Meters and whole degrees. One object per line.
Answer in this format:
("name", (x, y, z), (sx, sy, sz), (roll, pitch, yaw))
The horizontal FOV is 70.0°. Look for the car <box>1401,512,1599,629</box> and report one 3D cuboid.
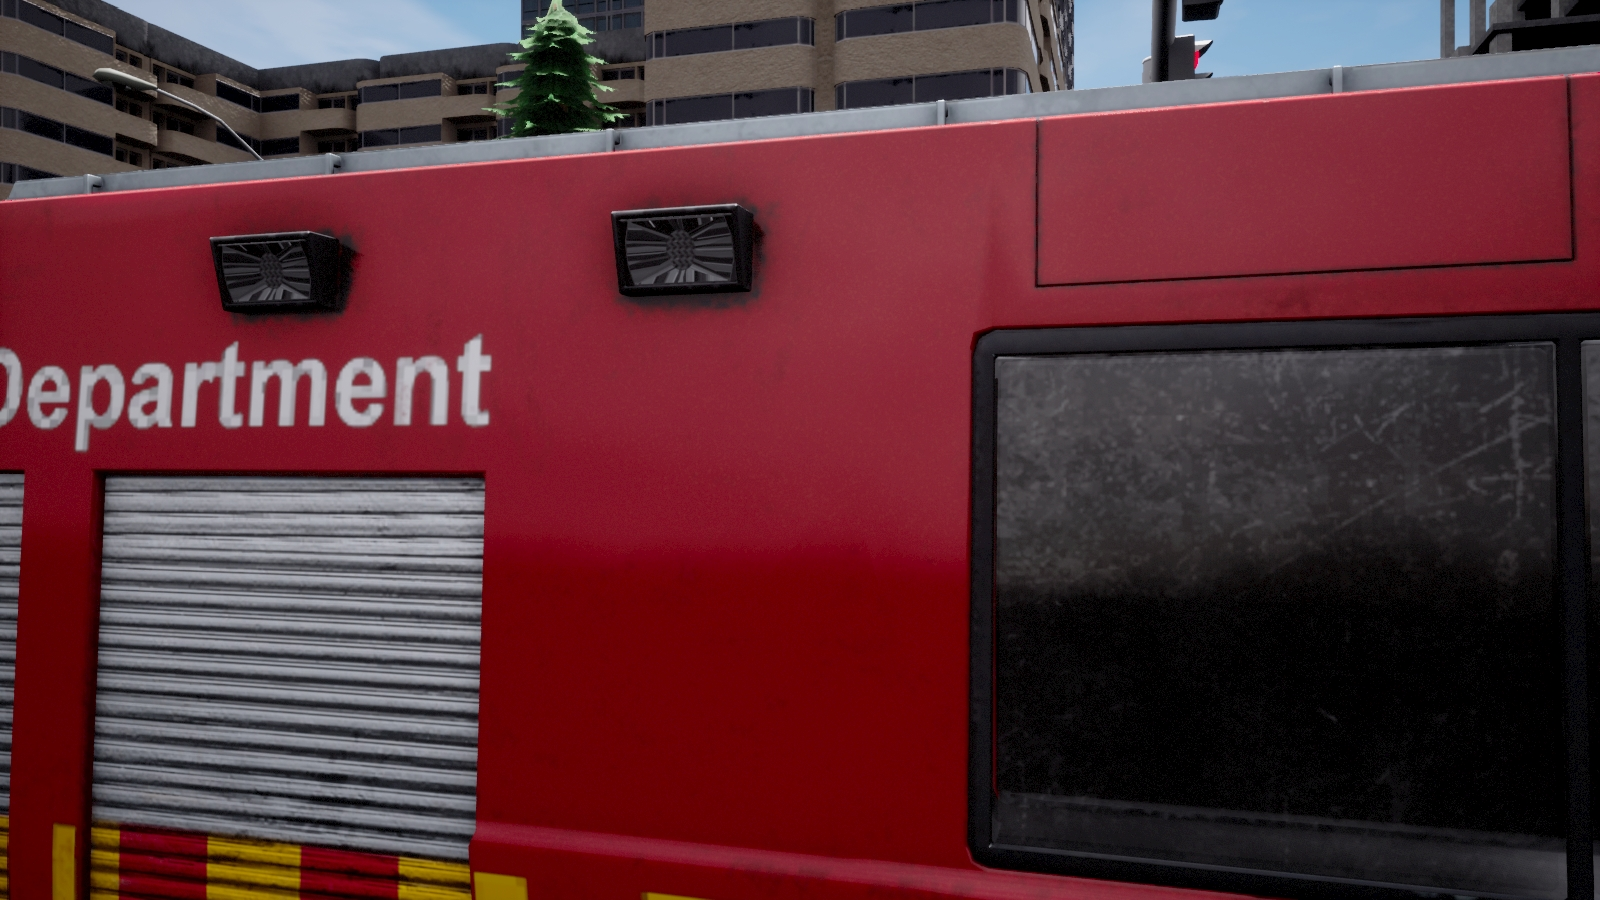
("car", (12.484, 2.037, 20.491), (2.038, 1.542, 4.974), (0, 0, 16))
